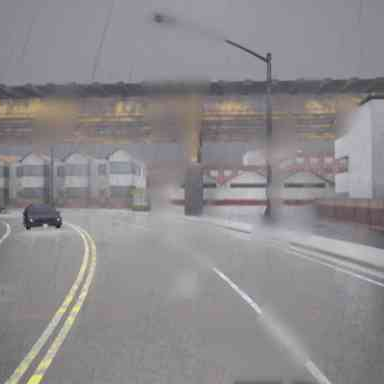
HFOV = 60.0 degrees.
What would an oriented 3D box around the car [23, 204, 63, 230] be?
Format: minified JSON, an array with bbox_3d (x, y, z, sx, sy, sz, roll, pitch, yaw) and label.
[{"bbox_3d":[-9.143,1.413,20.169,2.033,1.411,5.357,0,0,-29],"label":"car"}]

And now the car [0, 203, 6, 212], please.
[{"bbox_3d":[-24.618,1.745,39.860,5.357,1.411,2.033,-1,-1,28],"label":"car"}]
